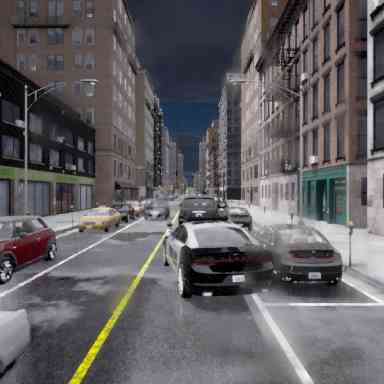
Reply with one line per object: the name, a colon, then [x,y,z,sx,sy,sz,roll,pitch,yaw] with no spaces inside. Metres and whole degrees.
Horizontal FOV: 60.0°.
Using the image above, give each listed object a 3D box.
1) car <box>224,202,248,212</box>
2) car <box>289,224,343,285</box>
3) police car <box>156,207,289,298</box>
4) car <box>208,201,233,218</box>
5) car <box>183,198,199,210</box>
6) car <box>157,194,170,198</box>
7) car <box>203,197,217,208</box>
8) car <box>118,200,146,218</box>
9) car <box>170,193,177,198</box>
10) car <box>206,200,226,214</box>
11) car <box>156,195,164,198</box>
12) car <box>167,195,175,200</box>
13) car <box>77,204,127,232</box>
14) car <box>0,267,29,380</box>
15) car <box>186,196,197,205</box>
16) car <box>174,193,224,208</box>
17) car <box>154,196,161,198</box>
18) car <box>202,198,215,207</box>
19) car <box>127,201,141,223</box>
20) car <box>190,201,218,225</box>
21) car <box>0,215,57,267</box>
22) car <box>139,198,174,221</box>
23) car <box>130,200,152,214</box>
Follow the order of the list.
car: [2.591,1.549,20.107,2.008,1.369,4.403,0,0,0]
car: [2.617,1.550,9.282,2.008,1.369,4.403,0,0,0]
police car: [0.362,1.424,8.790,1.930,1.638,5.238,0,0,-12]
car: [2.566,1.563,30.933,1.947,1.339,4.313,0,0,0]
car: [-0.095,1.539,45.325,2.033,1.411,5.357,0,0,0]
car: [-5.524,1.297,57.986,2.192,1.841,5.009,0,0,0]
car: [2.527,1.515,47.341,1.752,1.417,4.829,0,0,0]
car: [-5.459,1.523,30.753,1.752,1.417,4.829,0,0,0]
car: [-5.587,1.513,84.450,2.008,1.369,4.403,0,0,0]
car: [2.553,1.562,36.345,1.947,1.339,4.313,0,0,0]
car: [-5.498,1.541,47.161,2.008,1.369,4.403,0,0,0]
car: [-5.600,1.502,89.904,1.887,1.381,4.507,0,0,0]
car: [-5.433,1.524,19.927,1.752,1.417,4.829,0,0,0]
car: [-2.850,1.601,1.703,1.895,1.301,4.718,0,0,0]
car: [-0.140,1.507,59.349,1.812,1.442,4.674,0,0,0]
car: [0.439,1.221,18.875,2.150,2.045,5.566,0,0,2]
car: [-5.485,1.544,41.748,2.008,1.369,4.403,0,0,0]
car: [2.514,1.568,52.584,1.802,1.307,4.206,0,0,0]
car: [-5.447,1.564,25.510,1.947,1.339,4.313,0,0,0]
car: [0.768,1.476,24.806,1.882,1.535,5.008,0,0,0]
car: [-5.408,1.440,9.272,1.967,1.590,4.097,0,0,0]
car: [-2.814,1.489,27.649,2.128,1.511,4.902,0,0,0]
car: [-5.472,1.578,36.336,1.802,1.307,4.206,0,0,0]
